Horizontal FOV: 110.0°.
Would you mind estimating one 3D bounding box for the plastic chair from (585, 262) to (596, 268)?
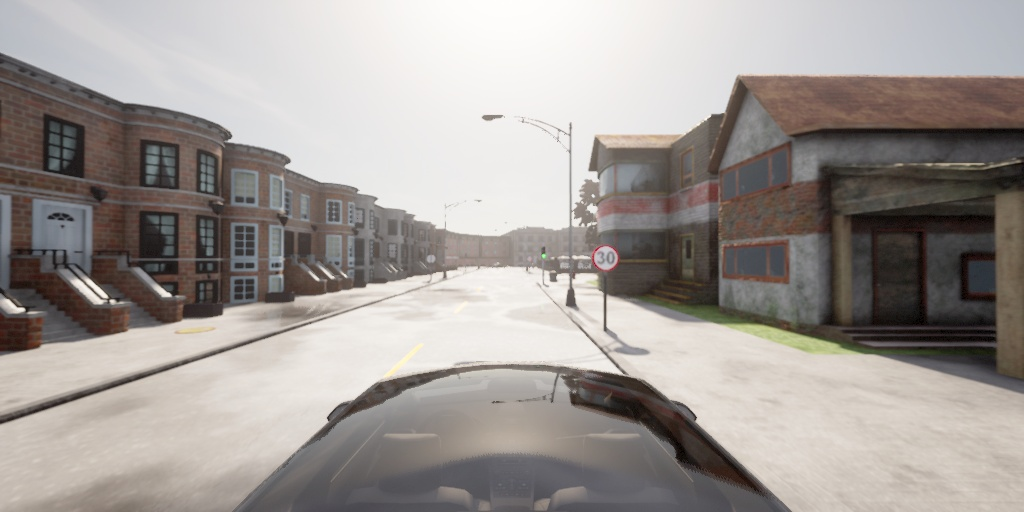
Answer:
[{"bbox_3d":[10.977,1.789,50.378,0.750,1.272,0.730,0,0,-35],"label":"plastic chair"}]

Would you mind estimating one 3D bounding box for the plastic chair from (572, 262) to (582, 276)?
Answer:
[{"bbox_3d":[9.044,1.791,50.607,0.730,1.272,0.750,0,0,-40],"label":"plastic chair"}]

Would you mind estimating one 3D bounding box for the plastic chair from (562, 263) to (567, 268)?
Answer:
[{"bbox_3d":[8.604,1.794,55.097,0.730,1.272,0.750,0,0,-40],"label":"plastic chair"}]

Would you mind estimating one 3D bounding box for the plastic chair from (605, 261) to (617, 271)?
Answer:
[{"bbox_3d":[14.274,1.781,51.608,0.730,1.272,0.750,0,0,-40],"label":"plastic chair"}]

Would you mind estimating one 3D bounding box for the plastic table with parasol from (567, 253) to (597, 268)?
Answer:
[{"bbox_3d":[10.075,1.194,51.351,2.482,2.480,2.482,0,0,-40],"label":"plastic table with parasol"}]

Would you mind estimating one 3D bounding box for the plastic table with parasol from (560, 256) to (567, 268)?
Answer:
[{"bbox_3d":[9.635,1.200,55.842,2.482,2.480,2.482,0,0,-40],"label":"plastic table with parasol"}]

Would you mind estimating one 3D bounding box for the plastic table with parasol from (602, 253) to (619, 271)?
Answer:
[{"bbox_3d":[15.305,1.172,52.352,2.482,2.480,2.482,0,0,-40],"label":"plastic table with parasol"}]
